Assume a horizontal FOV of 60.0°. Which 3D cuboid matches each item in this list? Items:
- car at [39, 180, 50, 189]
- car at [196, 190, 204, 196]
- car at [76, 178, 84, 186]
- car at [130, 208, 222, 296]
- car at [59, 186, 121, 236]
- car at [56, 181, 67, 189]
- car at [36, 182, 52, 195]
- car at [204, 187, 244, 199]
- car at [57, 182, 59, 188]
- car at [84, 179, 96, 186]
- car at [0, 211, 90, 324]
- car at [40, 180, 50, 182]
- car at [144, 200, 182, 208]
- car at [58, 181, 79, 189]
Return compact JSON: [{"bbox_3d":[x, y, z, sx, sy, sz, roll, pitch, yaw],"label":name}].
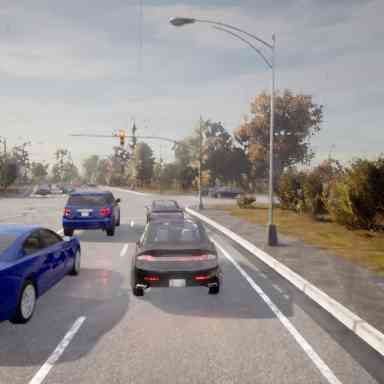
[{"bbox_3d":[-33.156,-1.714,74.688,2.097,1.767,4.553,-1,3,-24],"label":"car"},{"bbox_3d":[2.994,0.005,46.839,4.718,1.301,1.895,0,3,-20],"label":"car"},{"bbox_3d":[-28.401,-2.022,81.138,2.097,1.767,4.553,-1,3,-24],"label":"car"},{"bbox_3d":[-0.441,1.407,8.494,2.128,1.511,4.902,0,1,-4],"label":"car"},{"bbox_3d":[-4.845,0.935,16.591,2.150,2.045,5.566,0,2,-8],"label":"car"},{"bbox_3d":[-29.806,-1.598,75.783,2.128,1.511,4.902,-1,3,-24],"label":"car"},{"bbox_3d":[-22.230,-0.360,49.991,1.812,1.442,4.674,-1,3,-23],"label":"car"},{"bbox_3d":[4.495,0.074,43.645,4.892,1.490,1.837,0,3,-21],"label":"car"},{"bbox_3d":[-24.744,-1.102,64.653,1.837,1.490,4.892,-1,3,-24],"label":"car"},{"bbox_3d":[-25.240,-1.855,82.651,1.895,1.301,4.718,-1,3,-24],"label":"car"},{"bbox_3d":[-3.811,1.423,7.033,1.882,1.535,5.008,0,1,-4],"label":"car"},{"bbox_3d":[-27.991,-1.321,63.326,2.150,2.045,5.566,-1,3,-24],"label":"car"},{"bbox_3d":[-1.512,1.157,17.809,2.128,1.511,4.902,0,2,-8],"label":"car"},{"bbox_3d":[-19.495,-0.520,52.539,2.128,1.511,4.902,-1,3,-23],"label":"car"}]
